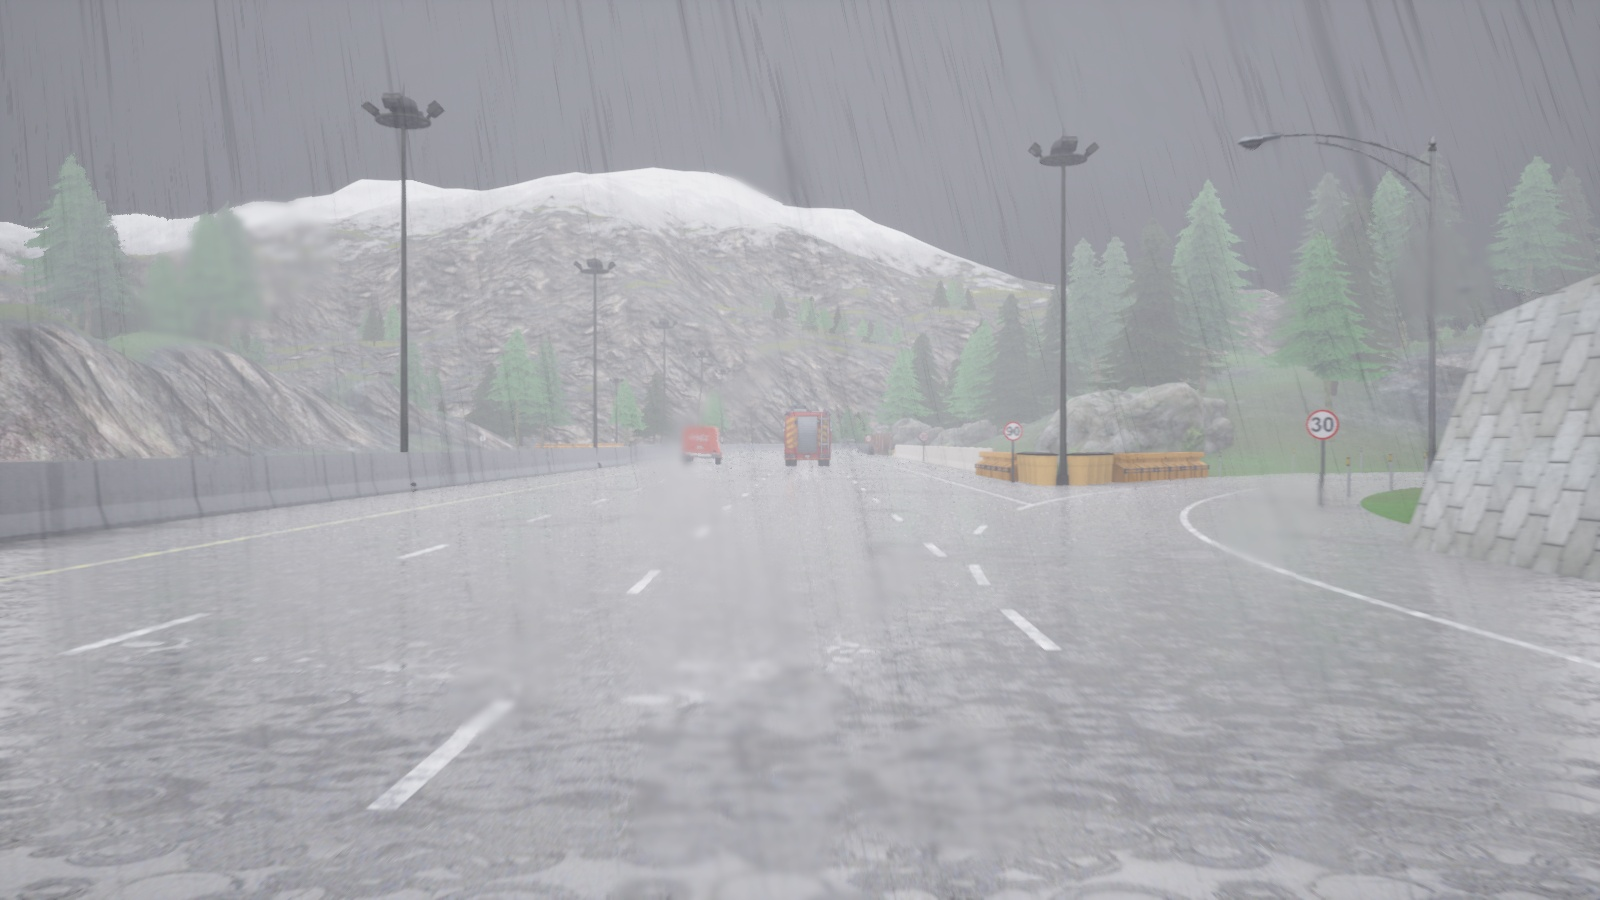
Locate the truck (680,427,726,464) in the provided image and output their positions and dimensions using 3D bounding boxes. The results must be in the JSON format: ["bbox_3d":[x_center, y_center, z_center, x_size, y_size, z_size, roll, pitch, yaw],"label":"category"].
[{"bbox_3d":[-6.504,-0.301,84.832,2.627,2.467,5.204,0,0,0],"label":"truck"}]

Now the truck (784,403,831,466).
[{"bbox_3d":[0.473,-0.942,80.459,2.891,3.827,8.468,0,0,0],"label":"truck"}]
